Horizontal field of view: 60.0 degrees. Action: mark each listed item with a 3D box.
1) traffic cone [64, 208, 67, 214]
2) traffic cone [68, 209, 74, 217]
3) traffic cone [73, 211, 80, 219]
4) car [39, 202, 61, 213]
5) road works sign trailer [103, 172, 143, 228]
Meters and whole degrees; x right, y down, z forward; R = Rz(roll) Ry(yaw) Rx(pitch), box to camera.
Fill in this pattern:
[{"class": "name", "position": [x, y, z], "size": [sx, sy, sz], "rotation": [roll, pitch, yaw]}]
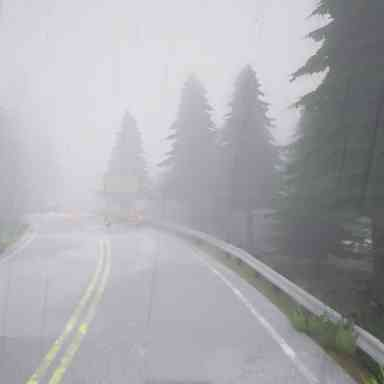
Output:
[{"class": "traffic cone", "position": [-11.578, 1.910, 31.388], "size": [0.340, 0.580, 0.340], "rotation": [2, -1, -30]}, {"class": "traffic cone", "position": [-10.570, 1.913, 29.655], "size": [0.340, 0.580, 0.340], "rotation": [3, -1, -30]}, {"class": "traffic cone", "position": [-9.568, 1.925, 27.928], "size": [0.340, 0.580, 0.340], "rotation": [2, -1, -30]}, {"class": "car", "position": [-18.874, 2.069, 44.284], "size": [1.882, 1.535, 5.008], "rotation": [0, -5, -10]}, {"class": "road works sign trailer", "position": [-4.832, 0.509, 22.537], "size": [2.380, 3.560, 2.880], "rotation": [2, 0, -30]}]
